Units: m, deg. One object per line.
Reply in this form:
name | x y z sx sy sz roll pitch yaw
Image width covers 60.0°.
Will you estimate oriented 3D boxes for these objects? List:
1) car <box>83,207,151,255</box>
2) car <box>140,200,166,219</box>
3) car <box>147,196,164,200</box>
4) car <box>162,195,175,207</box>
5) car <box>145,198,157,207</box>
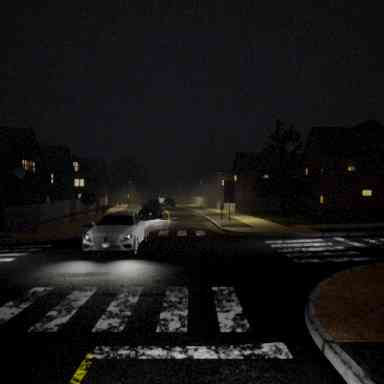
car | -2.940 1.536 13.484 1.812 1.442 4.674 0 0 -1
car | -3.599 1.660 29.717 1.994 1.385 4.181 0 0 -4
car | -4.949 1.672 43.600 1.837 1.490 4.892 0 0 -7
car | -3.970 1.766 56.488 1.837 1.490 4.892 0 -1 -10
car | -7.229 1.812 58.884 1.812 1.442 4.674 0 -1 -10
